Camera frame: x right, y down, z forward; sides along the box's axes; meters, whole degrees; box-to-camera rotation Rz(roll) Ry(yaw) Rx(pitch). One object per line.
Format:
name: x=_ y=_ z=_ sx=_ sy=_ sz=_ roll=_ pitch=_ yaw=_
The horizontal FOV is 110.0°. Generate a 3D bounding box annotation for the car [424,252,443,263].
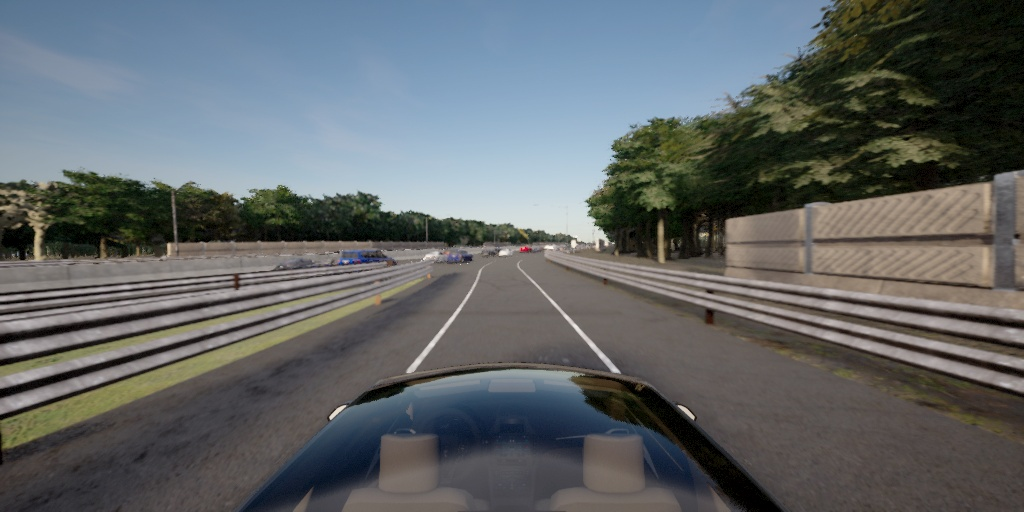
car: x=-10.018 y=0.148 z=47.896 sx=1.812 sy=1.442 sz=4.674 roll=0 pitch=2 yaw=17

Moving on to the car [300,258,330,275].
car: x=-15.149 y=0.904 z=30.622 sx=1.895 sy=1.301 sz=4.718 roll=0 pitch=2 yaw=17

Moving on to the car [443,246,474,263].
car: x=-6.677 y=-0.025 z=46.849 sx=2.097 sy=1.767 sz=4.553 roll=0 pitch=2 yaw=17

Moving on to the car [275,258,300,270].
car: x=-18.512 y=0.869 z=31.591 sx=1.994 sy=1.385 sz=4.181 roll=0 pitch=2 yaw=17

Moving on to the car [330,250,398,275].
car: x=-11.792 y=0.520 z=29.630 sx=2.150 sy=2.045 sz=5.566 roll=0 pitch=2 yaw=17
